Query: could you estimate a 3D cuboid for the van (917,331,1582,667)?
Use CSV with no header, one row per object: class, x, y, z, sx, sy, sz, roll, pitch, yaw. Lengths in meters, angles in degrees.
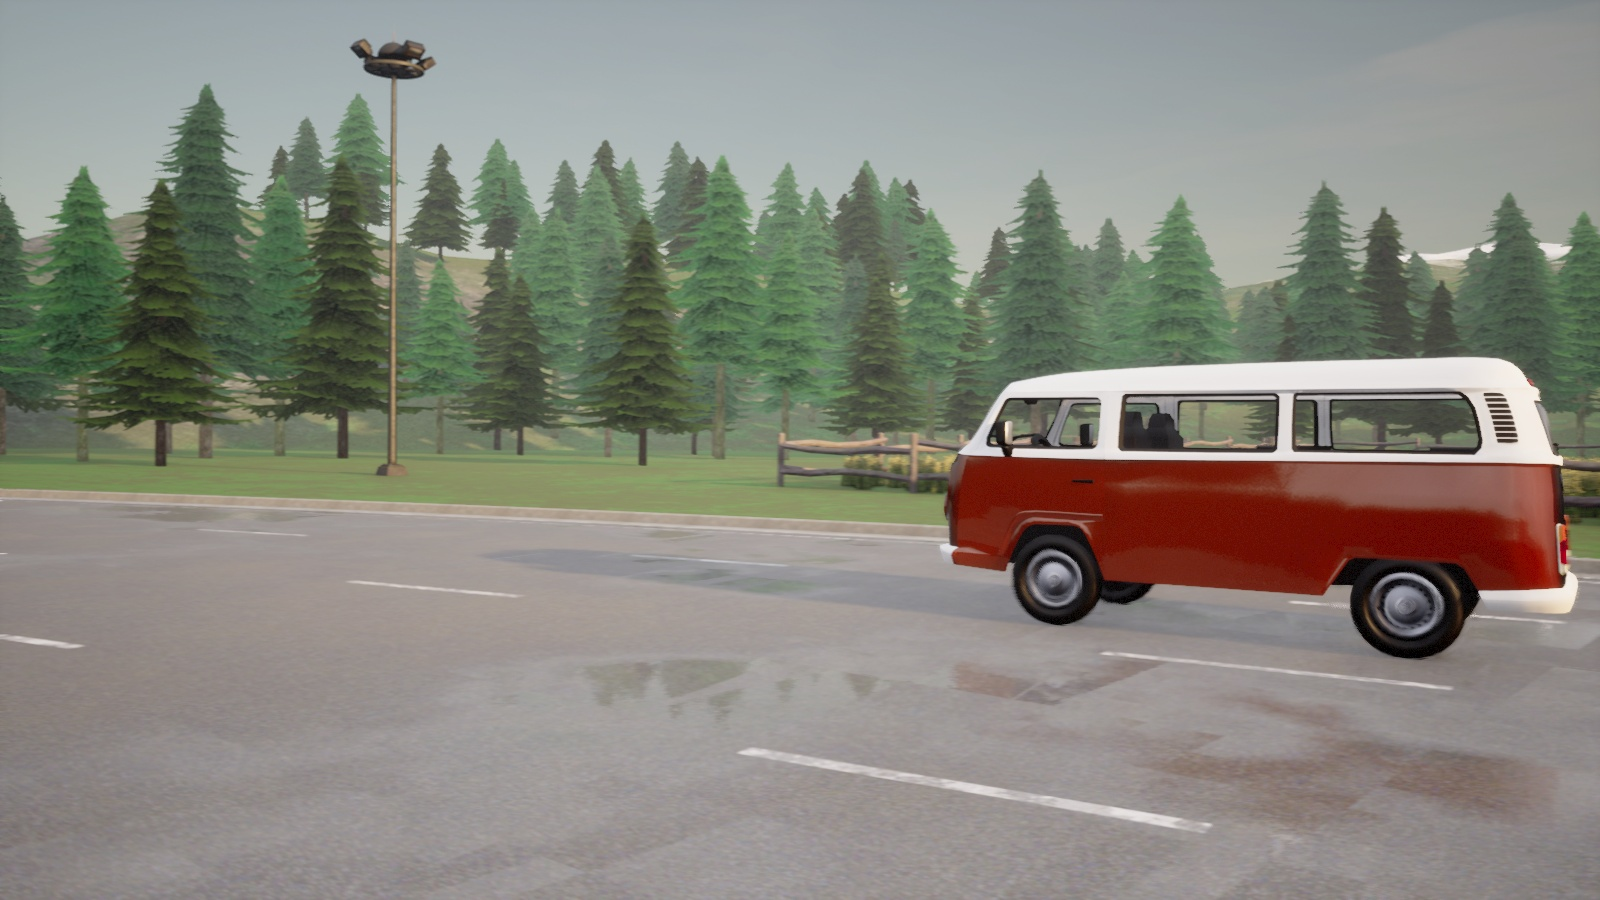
van,3.389,0.282,9.689,4.480,2.038,2.069,0,1,32
